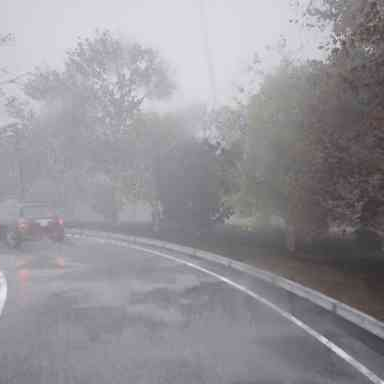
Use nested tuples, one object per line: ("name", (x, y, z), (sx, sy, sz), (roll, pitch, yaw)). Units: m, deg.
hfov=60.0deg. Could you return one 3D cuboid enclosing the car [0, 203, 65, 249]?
("car", (-7.550, 1.253, 14.348), (4.553, 1.767, 2.097), (1, 0, 36))
